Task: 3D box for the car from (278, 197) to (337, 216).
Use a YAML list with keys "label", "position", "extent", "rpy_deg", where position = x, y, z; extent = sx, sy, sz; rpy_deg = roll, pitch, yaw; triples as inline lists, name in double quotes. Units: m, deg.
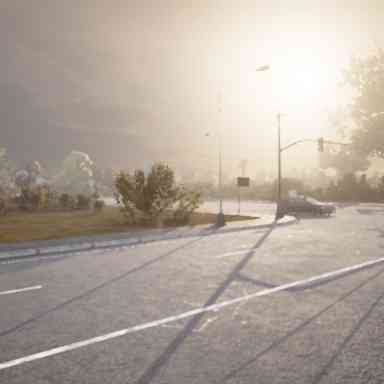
- label: "car"
  position: [9.020, 1.113, 26.419]
  extent: [1.812, 1.442, 4.674]
  rpy_deg: [-1, 2, -39]
